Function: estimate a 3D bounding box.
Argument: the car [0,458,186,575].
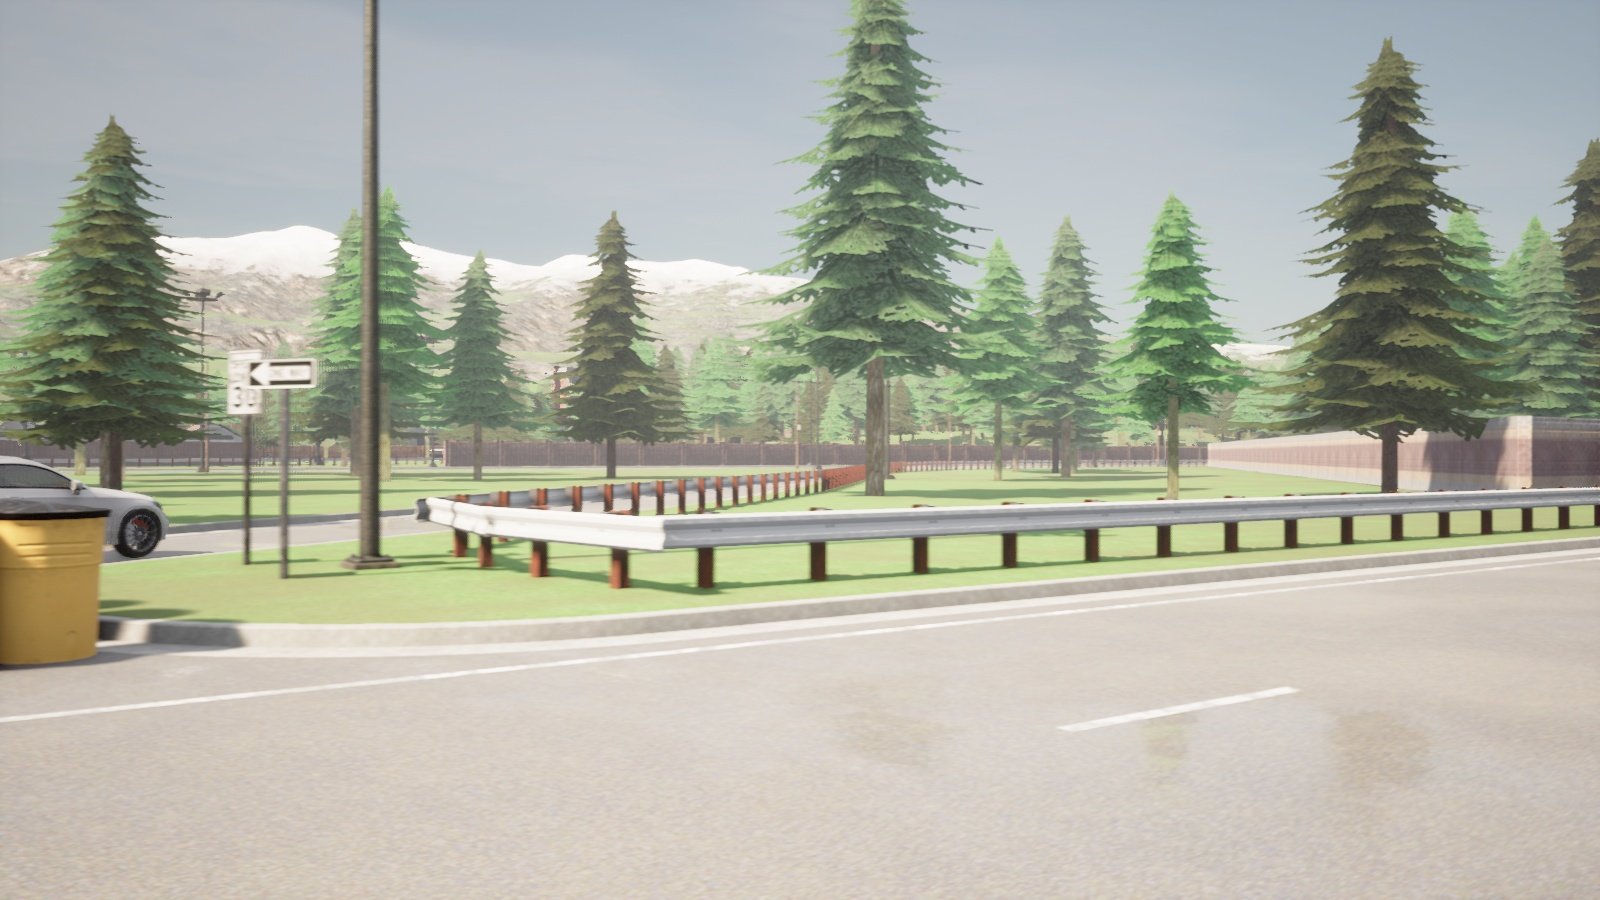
[{"bbox_3d":[-10.613,0.833,16.420,1.812,1.442,4.674,0,0,21],"label":"car"}]
